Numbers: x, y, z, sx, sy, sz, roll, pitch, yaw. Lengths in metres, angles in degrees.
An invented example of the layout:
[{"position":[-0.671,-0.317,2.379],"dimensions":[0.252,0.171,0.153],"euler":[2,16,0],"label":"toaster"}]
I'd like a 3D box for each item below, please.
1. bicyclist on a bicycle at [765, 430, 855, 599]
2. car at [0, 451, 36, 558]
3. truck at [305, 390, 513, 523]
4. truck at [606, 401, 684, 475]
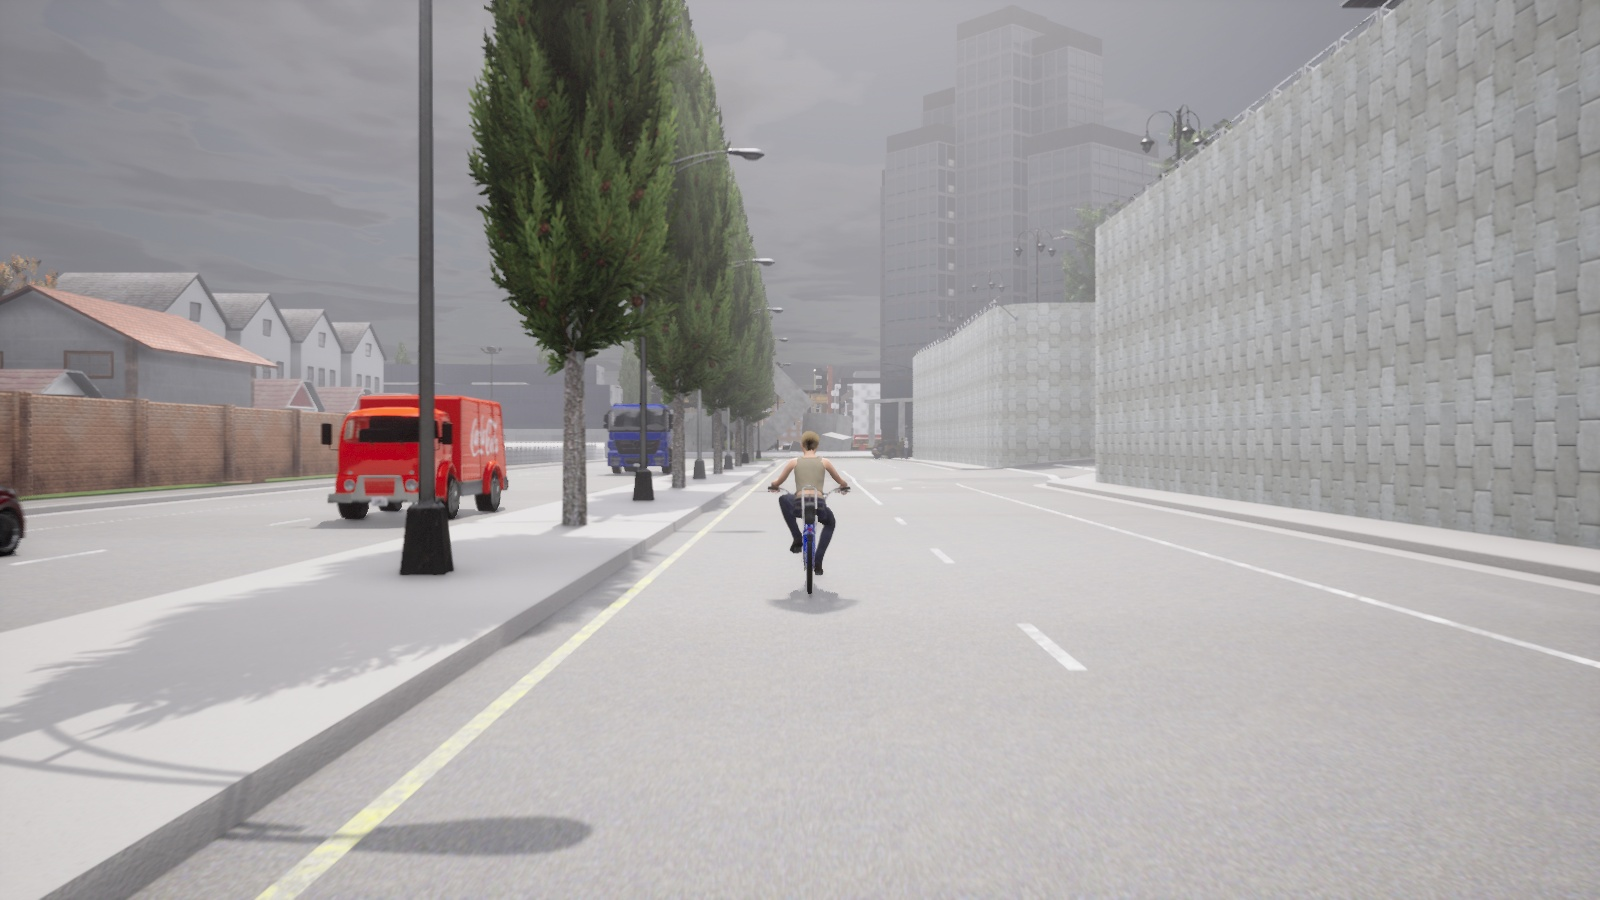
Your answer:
[{"position":[0.095,0.611,12.754],"dimensions":[0.866,1.612,1.509],"euler":[0,0,0],"label":"bicyclist on a bicycle"},{"position":[-11.397,0.717,14.995],"dimensions":[1.994,1.385,4.181],"euler":[0,0,0],"label":"car"},{"position":[-7.833,0.108,25.853],"dimensions":[2.627,2.467,5.204],"euler":[0,0,0],"label":"truck"},{"position":[-7.616,-0.594,62.619],"dimensions":[2.891,3.462,7.936],"euler":[0,0,0],"label":"truck"}]
